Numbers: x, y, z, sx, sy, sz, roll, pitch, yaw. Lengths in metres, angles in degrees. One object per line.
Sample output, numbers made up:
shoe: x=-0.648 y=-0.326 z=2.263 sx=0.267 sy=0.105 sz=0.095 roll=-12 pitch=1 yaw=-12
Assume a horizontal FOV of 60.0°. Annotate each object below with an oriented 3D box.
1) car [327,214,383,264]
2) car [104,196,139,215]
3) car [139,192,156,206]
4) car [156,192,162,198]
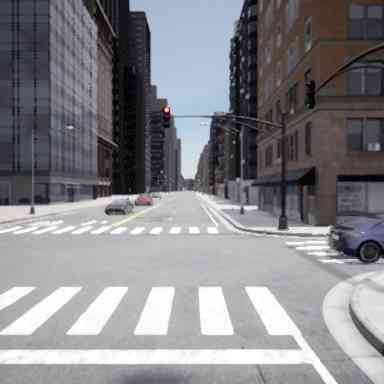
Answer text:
car: x=6.633 y=1.420 z=10.711 sx=4.181 sy=1.385 sz=1.994 roll=0 pitch=0 yaw=0
car: x=-6.647 y=1.345 z=30.926 sx=2.033 sy=1.411 sz=5.357 roll=0 pitch=0 yaw=0
car: x=-6.661 y=1.050 z=46.377 sx=2.097 sy=1.767 sz=4.553 roll=0 pitch=0 yaw=0
car: x=-6.599 y=0.689 z=61.950 sx=1.882 sy=1.535 sz=5.008 roll=0 pitch=0 yaw=0
